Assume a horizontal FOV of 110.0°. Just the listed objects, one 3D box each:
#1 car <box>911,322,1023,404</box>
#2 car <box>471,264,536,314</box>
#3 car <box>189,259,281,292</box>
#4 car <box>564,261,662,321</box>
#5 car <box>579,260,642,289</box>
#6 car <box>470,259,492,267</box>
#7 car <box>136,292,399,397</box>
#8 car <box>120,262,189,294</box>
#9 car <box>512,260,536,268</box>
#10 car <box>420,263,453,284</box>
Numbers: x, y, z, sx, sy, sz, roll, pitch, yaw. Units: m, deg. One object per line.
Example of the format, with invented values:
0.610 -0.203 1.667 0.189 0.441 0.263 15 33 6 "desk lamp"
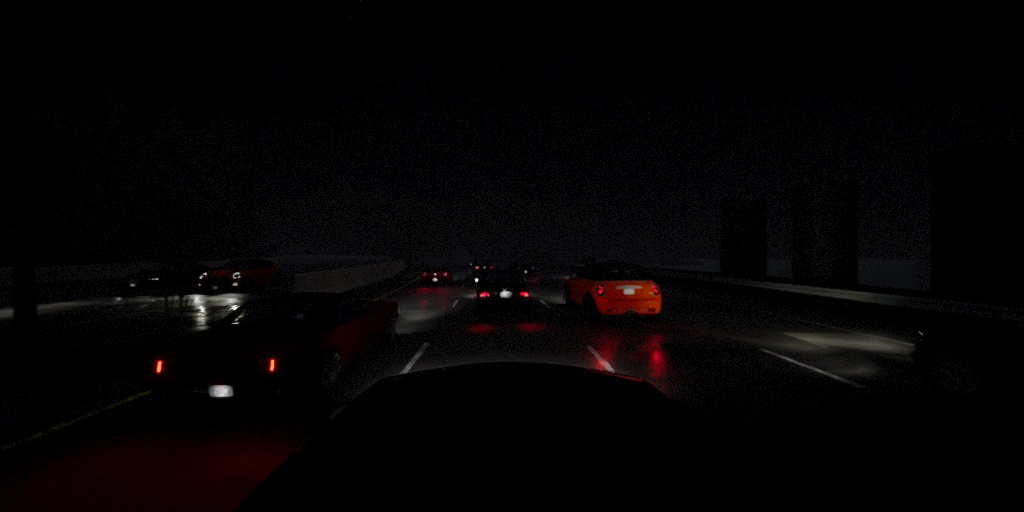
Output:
6.995 1.194 3.296 1.882 1.535 5.008 0 1 -1 "car"
-0.393 1.183 13.253 2.033 1.411 5.357 0 1 -4 "car"
-15.103 0.986 20.151 2.097 1.767 4.553 0 1 -6 "car"
3.138 0.989 12.084 2.097 1.767 4.553 0 0 -3 "car"
5.821 1.023 21.983 2.128 1.511 4.902 0 1 -6 "car"
-2.733 0.994 32.702 2.033 1.411 5.357 0 1 -10 "car"
-3.557 1.312 6.524 1.895 1.301 4.718 0 1 -2 "car"
-18.577 1.122 19.726 2.128 1.511 4.902 0 1 -6 "car"
0.811 1.039 32.630 1.895 1.301 4.718 0 1 -9 "car"
-5.012 1.138 24.290 1.895 1.301 4.718 0 1 -7 "car"
